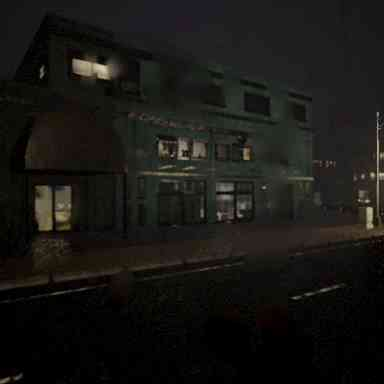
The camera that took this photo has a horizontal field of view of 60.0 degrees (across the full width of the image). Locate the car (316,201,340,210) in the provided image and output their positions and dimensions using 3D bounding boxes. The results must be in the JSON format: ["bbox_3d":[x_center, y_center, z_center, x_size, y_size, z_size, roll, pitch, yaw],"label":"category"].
[{"bbox_3d":[21.547,2.083,49.702,2.008,1.369,4.403,-1,0,-35],"label":"car"}]

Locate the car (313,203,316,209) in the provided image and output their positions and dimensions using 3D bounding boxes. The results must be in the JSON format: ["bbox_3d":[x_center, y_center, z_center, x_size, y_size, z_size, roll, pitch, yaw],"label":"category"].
[{"bbox_3d":[18.337,2.178,54.211,1.802,1.307,4.206,-1,0,-35],"label":"car"}]

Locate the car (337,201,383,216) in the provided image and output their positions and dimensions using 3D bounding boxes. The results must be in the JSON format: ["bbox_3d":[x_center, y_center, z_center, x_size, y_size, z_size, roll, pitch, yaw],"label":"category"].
[{"bbox_3d":[19.460,2.036,37.975,1.947,1.339,4.313,-1,0,-35],"label":"car"}]
